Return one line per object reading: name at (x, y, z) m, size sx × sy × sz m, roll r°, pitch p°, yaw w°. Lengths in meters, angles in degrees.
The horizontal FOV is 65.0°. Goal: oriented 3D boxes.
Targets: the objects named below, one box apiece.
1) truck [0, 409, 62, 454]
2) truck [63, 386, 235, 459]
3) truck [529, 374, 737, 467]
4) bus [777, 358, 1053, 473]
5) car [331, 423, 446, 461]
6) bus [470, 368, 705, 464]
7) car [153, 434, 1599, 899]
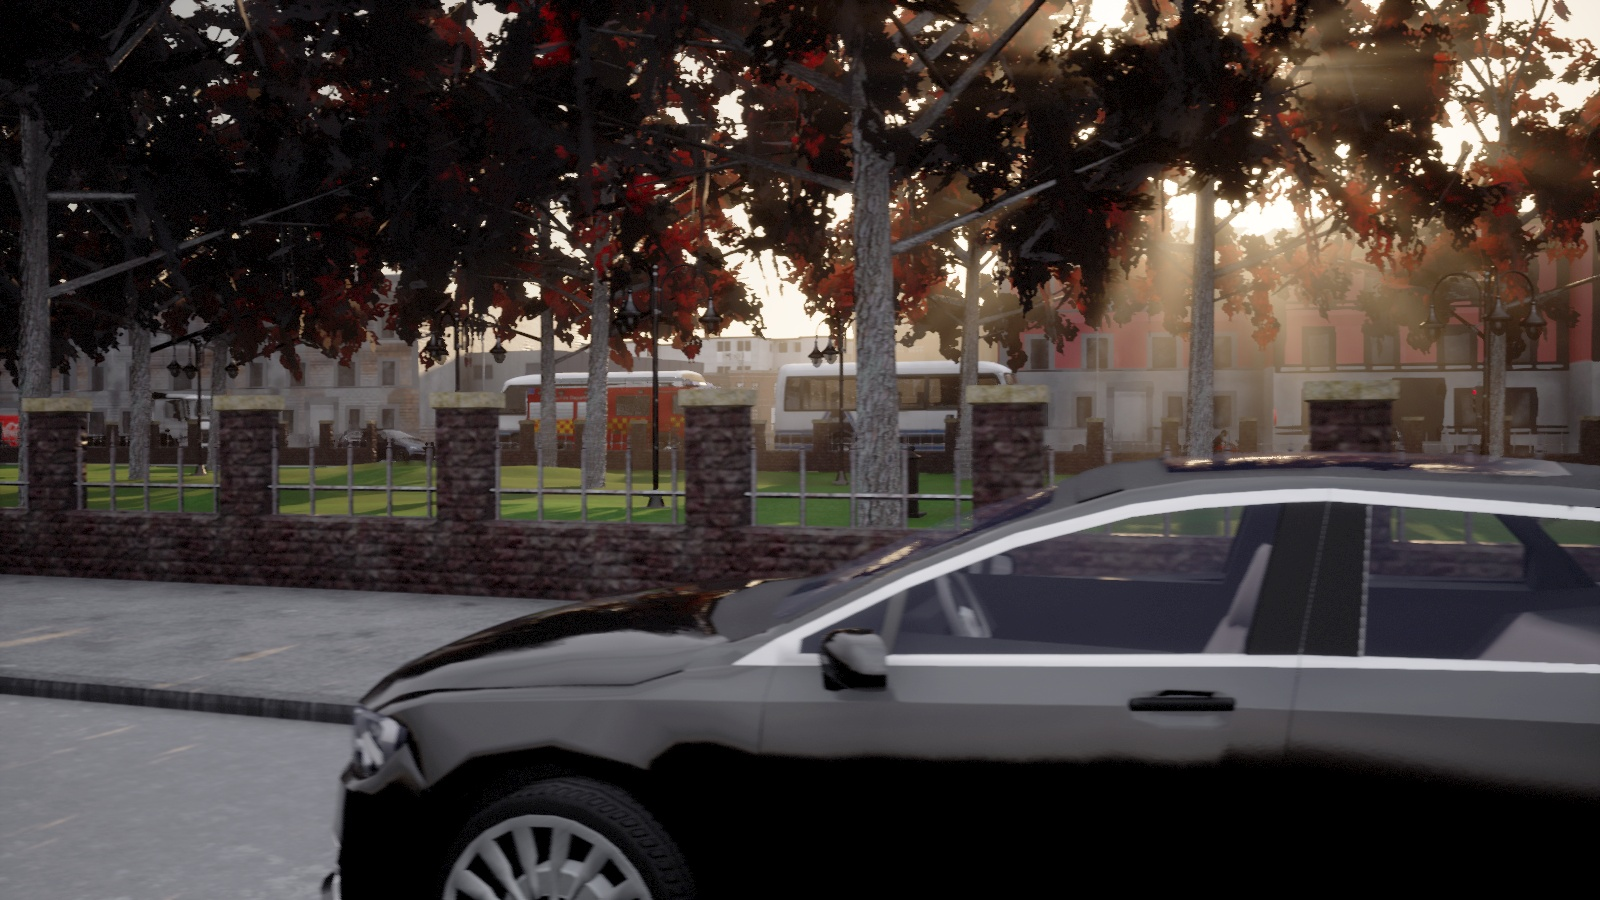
truck at (-44.809, -1.069, 70.954) m, size 5.204 × 2.467 × 2.627 m, roll 1°, pitch 1°, yaw 19°
truck at (-32.400, -1.360, 62.532) m, size 7.936 × 3.462 × 2.891 m, roll 1°, pitch 1°, yaw 19°
truck at (-7.172, -1.269, 53.981) m, size 8.468 × 3.827 × 2.891 m, roll 1°, pitch 1°, yaw 19°
bus at (4.596, -1.353, 49.979) m, size 10.273 × 4.253 × 3.944 m, roll 1°, pitch 1°, yaw 19°
car at (-19.010, -0.391, 58.014) m, size 4.611 × 1.667 × 2.242 m, roll 1°, pitch 1°, yaw 19°
bus at (-9.987, -1.581, 59.157) m, size 10.273 × 4.253 × 3.944 m, roll 1°, pitch 1°, yaw 19°
car at (1.052, 0.731, 3.422) m, size 4.902 × 1.511 × 2.128 m, roll 1°, pitch 1°, yaw 17°
